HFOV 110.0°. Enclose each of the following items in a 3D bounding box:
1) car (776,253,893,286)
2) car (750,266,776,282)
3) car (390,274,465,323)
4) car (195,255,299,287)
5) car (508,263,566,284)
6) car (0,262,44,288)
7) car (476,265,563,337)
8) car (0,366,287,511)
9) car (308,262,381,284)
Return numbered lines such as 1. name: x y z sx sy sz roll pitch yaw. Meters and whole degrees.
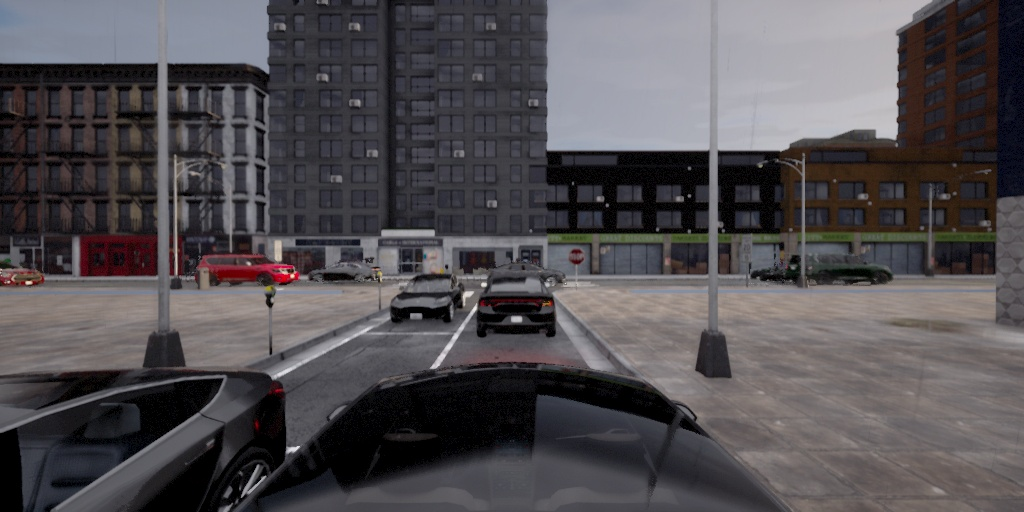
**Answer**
1. car: 20.492 0.859 22.678 5.566 2.045 2.150 0 0 1
2. car: 20.194 1.167 25.593 5.357 1.411 2.033 0 0 0
3. car: -2.638 1.281 12.053 1.948 1.339 4.313 0 0 0
4. car: -16.650 0.944 22.652 5.566 2.045 2.150 -1 0 0
5. car: 0.927 1.183 22.650 4.892 1.490 1.837 -1 0 0
6. car: -32.859 1.117 22.647 4.553 1.767 2.097 0 0 -2
7. car: 0.103 1.199 10.170 1.882 1.535 5.008 0 0 0
8. car: -2.638 1.318 1.149 1.948 1.339 4.313 0 0 0
9. car: -11.883 1.181 25.604 4.902 1.511 2.128 0 0 0
